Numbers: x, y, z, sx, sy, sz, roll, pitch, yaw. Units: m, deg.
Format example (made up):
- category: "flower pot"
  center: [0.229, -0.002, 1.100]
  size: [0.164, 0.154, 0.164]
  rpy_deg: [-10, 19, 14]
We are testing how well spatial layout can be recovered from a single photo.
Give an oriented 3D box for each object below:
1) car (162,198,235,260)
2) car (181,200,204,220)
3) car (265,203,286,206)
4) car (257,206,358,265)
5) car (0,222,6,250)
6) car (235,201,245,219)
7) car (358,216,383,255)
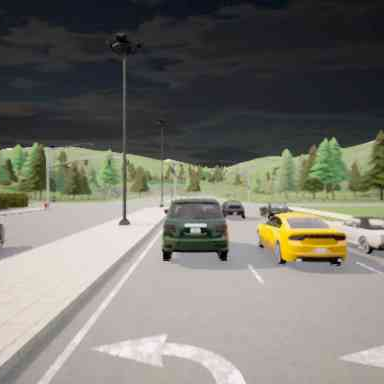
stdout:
- category: "car"
  center: [0.096, 1.227, 12.563]
  size: [2.150, 2.045, 5.566]
  rpy_deg: [0, 0, 0]
- category: "car"
  center: [0.019, 1.511, 29.322]
  size: [1.837, 1.490, 4.892]
  rpy_deg: [0, 0, 0]
- category: "car"
  center: [7.026, 1.607, 28.264]
  size: [1.895, 1.301, 4.718]
  rpy_deg: [0, 0, 0]
- category: "car"
  center: [3.599, 1.480, 11.752]
  size: [1.882, 1.535, 5.008]
  rpy_deg: [0, 0, 0]
- category: "car"
  center: [-8.104, 1.508, 10.904]
  size: [1.837, 1.490, 4.892]
  rpy_deg: [0, 0, 0]
- category: "car"
  center: [3.517, 1.511, 29.613]
  size: [1.837, 1.490, 4.892]
  rpy_deg: [0, 0, 0]
- category: "car"
  center: [7.097, 1.603, 13.331]
  size: [1.895, 1.301, 4.718]
  rpy_deg: [0, 0, 0]
